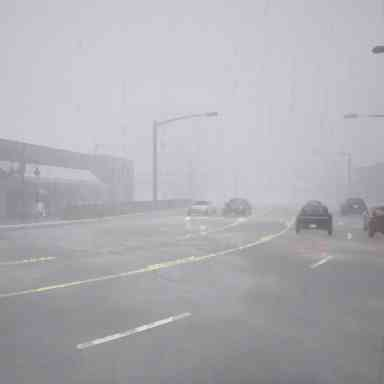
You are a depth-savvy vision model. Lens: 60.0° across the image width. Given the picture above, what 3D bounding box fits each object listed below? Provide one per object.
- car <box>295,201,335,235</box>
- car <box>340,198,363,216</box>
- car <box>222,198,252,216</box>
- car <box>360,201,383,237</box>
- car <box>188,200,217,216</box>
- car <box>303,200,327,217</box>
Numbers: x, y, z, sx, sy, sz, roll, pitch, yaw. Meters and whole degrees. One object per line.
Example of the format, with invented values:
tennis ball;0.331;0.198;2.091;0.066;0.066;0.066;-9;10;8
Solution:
car;7.022;1.495;18.947;2.128;1.511;4.902;0;0;23
car;15.552;1.366;32.119;2.097;1.767;4.553;0;0;20
car;4.379;1.404;32.087;2.097;1.767;4.553;0;0;20
car;10.245;1.485;17.582;1.882;1.535;5.008;0;0;23
car;1.078;1.560;33.249;1.812;1.442;4.674;0;0;20
car;12.265;1.563;33.323;2.033;1.411;5.357;0;0;20
